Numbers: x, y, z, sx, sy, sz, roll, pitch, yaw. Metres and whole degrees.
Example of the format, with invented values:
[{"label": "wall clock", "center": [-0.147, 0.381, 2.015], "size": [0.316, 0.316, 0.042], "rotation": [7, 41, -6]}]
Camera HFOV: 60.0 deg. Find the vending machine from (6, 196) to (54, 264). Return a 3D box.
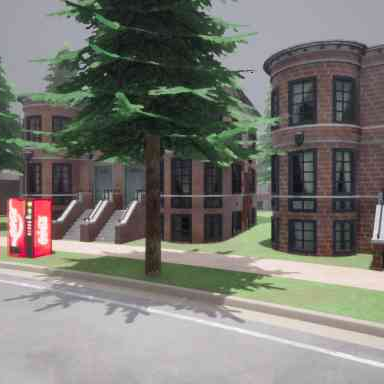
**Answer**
[{"label": "vending machine", "center": [-5.337, 1.195, 10.994], "size": [0.880, 2.100, 1.100], "rotation": [0, 0, 23]}]
